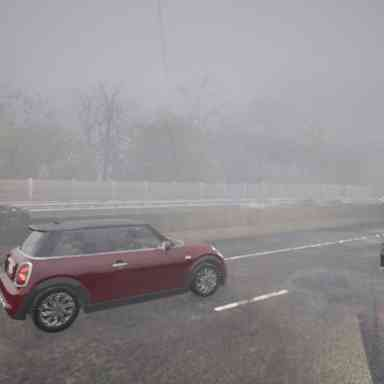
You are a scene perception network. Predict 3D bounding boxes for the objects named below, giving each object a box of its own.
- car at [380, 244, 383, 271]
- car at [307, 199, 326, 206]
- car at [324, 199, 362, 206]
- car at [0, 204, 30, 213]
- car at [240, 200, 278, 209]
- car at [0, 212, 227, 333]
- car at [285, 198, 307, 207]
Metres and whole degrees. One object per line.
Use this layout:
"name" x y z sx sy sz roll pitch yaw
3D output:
"car" 6.720 1.493 8.538 4.902 1.511 2.128 0 0 -35
"car" 15.027 1.522 36.193 4.892 1.490 1.837 0 0 -35
"car" 15.126 1.615 31.971 4.718 1.301 1.895 0 0 -35
"car" -12.726 1.505 20.706 4.892 1.490 1.837 0 0 -35
"car" 8.003 1.614 39.786 4.718 1.301 1.895 0 0 -35
"car" -1.419 1.352 7.033 4.553 1.767 2.097 0 0 -35
"car" 12.901 1.522 38.975 4.892 1.490 1.837 0 0 -35
